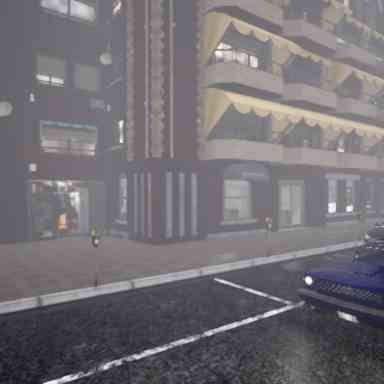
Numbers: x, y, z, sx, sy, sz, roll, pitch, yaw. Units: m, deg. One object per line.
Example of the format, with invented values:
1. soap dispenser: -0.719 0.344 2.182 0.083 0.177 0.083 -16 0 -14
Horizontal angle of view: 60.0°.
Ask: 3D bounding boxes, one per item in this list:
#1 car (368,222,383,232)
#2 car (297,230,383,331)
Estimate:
1. car: 8.140 1.529 12.451 4.403 1.369 2.008 0 0 -36
2. car: 4.157 1.590 6.376 4.718 1.301 1.895 0 0 -36
